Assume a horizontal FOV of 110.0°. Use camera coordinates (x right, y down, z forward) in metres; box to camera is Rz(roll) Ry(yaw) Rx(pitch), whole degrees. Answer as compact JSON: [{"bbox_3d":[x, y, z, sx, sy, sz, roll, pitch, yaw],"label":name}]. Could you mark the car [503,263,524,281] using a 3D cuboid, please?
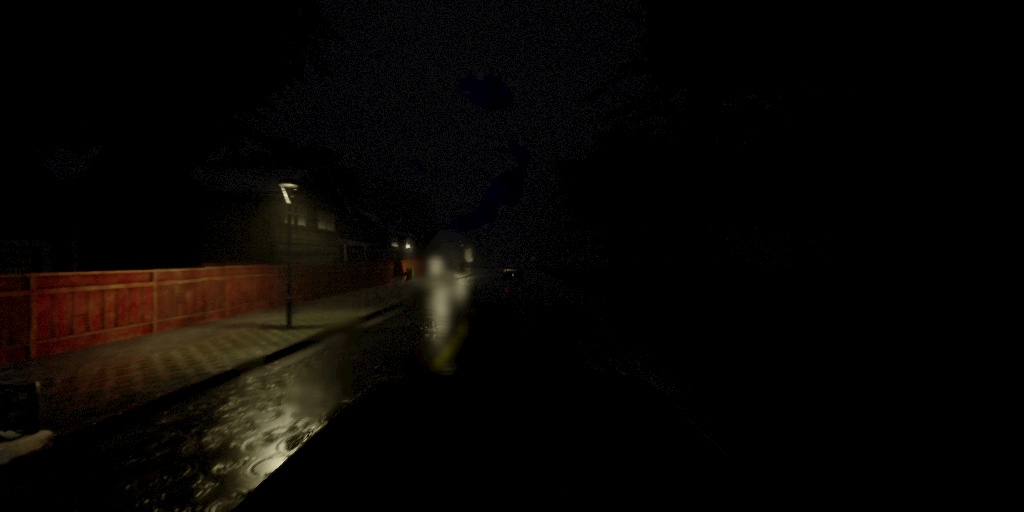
[{"bbox_3d":[0.100,1.426,33.090,2.128,1.511,4.902,0,0,0],"label":"car"}]
